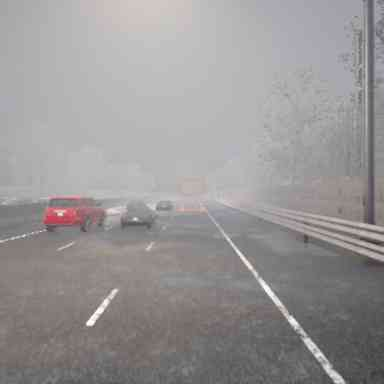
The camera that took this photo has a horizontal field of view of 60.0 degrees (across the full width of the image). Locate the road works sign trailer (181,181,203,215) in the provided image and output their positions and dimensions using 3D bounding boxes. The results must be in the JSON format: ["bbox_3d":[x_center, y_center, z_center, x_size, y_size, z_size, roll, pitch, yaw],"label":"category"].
[{"bbox_3d":[0.001,0.532,34.909,2.380,3.560,2.880,0,0,0],"label":"road works sign trailer"}]

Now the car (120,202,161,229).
[{"bbox_3d":[-3.399,1.602,21.942,1.994,1.385,4.181,0,0,0],"label":"car"}]

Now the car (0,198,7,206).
[{"bbox_3d":[-24.552,1.296,38.892,2.150,2.045,5.566,0,0,1],"label":"car"}]

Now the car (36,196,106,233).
[{"bbox_3d":[-6.899,1.256,20.112,2.150,2.045,5.566,0,0,0],"label":"car"}]

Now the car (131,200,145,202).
[{"bbox_3d":[-6.900,1.648,41.892,1.994,1.385,4.181,0,0,0],"label":"car"}]

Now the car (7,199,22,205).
[{"bbox_3d":[-21.048,1.586,40.927,1.837,1.490,4.892,0,0,1],"label":"car"}]

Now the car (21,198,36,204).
[{"bbox_3d":[-17.552,1.625,39.448,2.033,1.411,5.357,0,0,1],"label":"car"}]

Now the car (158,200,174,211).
[{"bbox_3d":[-3.399,1.649,42.040,1.994,1.385,4.181,0,0,0],"label":"car"}]
